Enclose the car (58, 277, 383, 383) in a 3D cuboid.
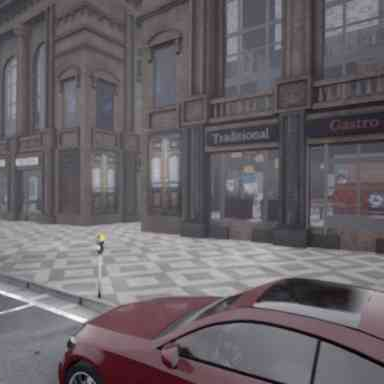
[{"bbox_3d":[0.806,1.529,2.863,4.674,1.442,1.812,0,0,36],"label":"car"}]
